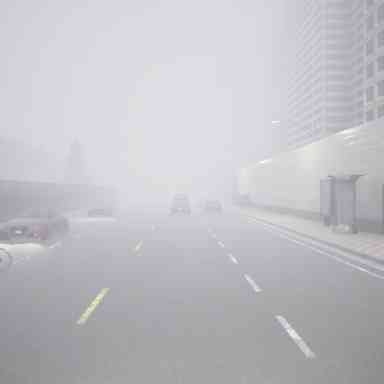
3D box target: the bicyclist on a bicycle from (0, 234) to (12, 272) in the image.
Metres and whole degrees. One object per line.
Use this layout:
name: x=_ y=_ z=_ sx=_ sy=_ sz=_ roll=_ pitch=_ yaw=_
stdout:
bicyclist on a bicycle: x=-5.865 y=1.455 z=9.238 sx=1.656 sy=1.620 sz=0.582 roll=-2 pitch=0 yaw=-2

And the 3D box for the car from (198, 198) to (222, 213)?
car: x=2.221 y=1.491 z=37.716 sx=2.128 sy=1.511 sz=4.902 roll=0 pitch=0 yaw=-2

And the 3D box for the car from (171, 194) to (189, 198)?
car: x=-1.520 y=1.221 z=44.127 sx=2.150 sy=2.045 sz=5.566 roll=0 pitch=0 yaw=-3

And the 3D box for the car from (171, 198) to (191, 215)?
car: x=-1.149 y=1.564 z=34.018 sx=1.994 sy=1.385 sz=4.181 roll=0 pitch=0 yaw=-2

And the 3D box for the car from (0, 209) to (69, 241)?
car: x=-7.665 y=1.563 z=16.552 sx=1.994 sy=1.385 sz=4.181 roll=0 pitch=0 yaw=-2

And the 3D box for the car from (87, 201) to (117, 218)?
car: x=-8.189 y=1.564 z=30.614 sx=1.994 sy=1.385 sz=4.181 roll=0 pitch=0 yaw=-2
